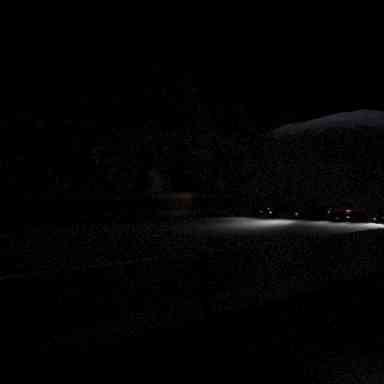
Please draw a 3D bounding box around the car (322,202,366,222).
[{"bbox_3d":[13.735,1.659,29.529,2.097,1.767,4.553,0,0,43],"label":"car"}]

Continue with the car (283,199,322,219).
[{"bbox_3d":[11.171,1.742,31.912,2.128,1.511,4.902,0,0,43],"label":"car"}]

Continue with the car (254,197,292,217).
[{"bbox_3d":[8.614,1.545,34.303,2.150,2.045,5.566,0,0,43],"label":"car"}]

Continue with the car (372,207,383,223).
[{"bbox_3d":[16.253,1.831,27.099,1.994,1.385,4.181,0,0,43],"label":"car"}]
